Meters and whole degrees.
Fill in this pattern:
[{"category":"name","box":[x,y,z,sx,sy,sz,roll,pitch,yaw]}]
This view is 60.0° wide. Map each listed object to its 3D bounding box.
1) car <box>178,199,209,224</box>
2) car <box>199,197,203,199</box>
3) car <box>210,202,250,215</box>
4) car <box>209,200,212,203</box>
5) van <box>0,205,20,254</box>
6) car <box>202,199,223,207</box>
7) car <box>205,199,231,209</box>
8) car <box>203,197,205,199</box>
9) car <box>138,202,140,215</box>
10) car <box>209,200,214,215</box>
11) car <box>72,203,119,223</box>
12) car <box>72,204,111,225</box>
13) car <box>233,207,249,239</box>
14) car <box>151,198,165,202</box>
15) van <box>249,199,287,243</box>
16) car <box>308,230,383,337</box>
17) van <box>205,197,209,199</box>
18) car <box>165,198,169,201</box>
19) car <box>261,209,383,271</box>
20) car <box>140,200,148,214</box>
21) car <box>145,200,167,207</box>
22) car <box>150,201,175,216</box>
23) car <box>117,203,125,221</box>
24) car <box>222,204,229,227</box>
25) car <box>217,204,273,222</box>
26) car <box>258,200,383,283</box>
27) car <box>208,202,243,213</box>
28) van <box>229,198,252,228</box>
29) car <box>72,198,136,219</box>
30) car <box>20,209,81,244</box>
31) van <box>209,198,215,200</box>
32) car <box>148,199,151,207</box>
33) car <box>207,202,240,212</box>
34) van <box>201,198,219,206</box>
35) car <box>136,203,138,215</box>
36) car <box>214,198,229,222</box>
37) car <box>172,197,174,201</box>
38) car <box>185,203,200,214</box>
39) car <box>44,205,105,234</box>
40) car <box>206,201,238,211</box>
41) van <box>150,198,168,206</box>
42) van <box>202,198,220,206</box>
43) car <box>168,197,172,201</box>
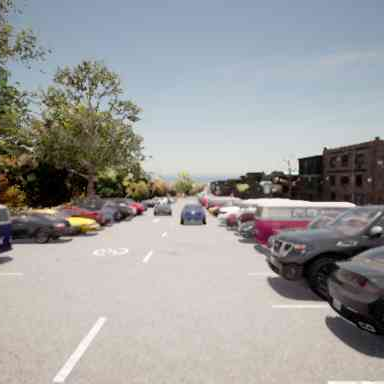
[{"category":"car","box":[0.094,1.707,28.360,2.097,1.767,4.553,0,-1,0]},{"category":"car","box":[4.741,2.212,67.013,5.566,2.045,2.435,0,-1,0]},{"category":"car","box":[4.703,2.073,41.782,4.792,1.488,2.163,0,-1,0]},{"category":"car","box":[4.549,1.994,38.980,5.366,1.575,1.946,0,-1,0]},{"category":"van","box":[-8.444,1.375,10.900,4.442,1.987,1.878,0,-1,0]},{"category":"car","box":[4.675,2.478,75.420,4.553,1.767,2.185,0,-1,0]},{"category":"car","box":[4.749,2.245,61.405,4.553,1.767,2.185,0,-1,0]},{"category":"car","box":[4.688,2.198,58.602,4.553,1.767,2.185,0,-1,0]},{"category":"car","box":[-8.340,1.988,35.838,4.674,1.452,2.002,0,-1,0]},{"category":"car","box":[4.742,1.951,36.180,5.008,1.535,2.097,0,-1,0]},{"category":"car","box":[-8.304,1.819,24.824,4.792,1.488,2.163,0,-1,0]},{"category":"car","box":[-8.326,1.751,22.039,5.008,1.535,2.097,0,-1,0]},{"category":"car","box":[4.757,1.677,16.559,4.892,1.521,2.231,0,-1,0]},{"category":"car","box":[-8.372,2.460,66.627,4.892,1.521,2.231,0,-1,0]},{"category":"van","box":[4.868,1.413,13.758,4.442,1.987,1.878,0,-1,0]},{"category":"car","box":[4.744,1.534,5.346,4.892,1.521,2.231,0,-1,0]},{"category":"van","box":[4.838,2.051,55.801,4.442,1.987,1.878,0,-1,0]},{"category":"car","box":[-8.184,2.502,69.404,5.366,1.575,1.946,0,-1,0]},{"category":"car","box":[4.784,1.475,10.953,4.553,1.767,2.185,0,-1,0]},{"category":"car","box":[-8.316,1.743,38.750,5.566,2.045,2.435,0,-1,0]},{"category":"car","box":[-8.347,2.673,77.729,4.792,1.488,2.163,0,-1,0]},{"category":"car","box":[-3.295,2.073,38.431,1.994,1.385,4.181,0,-1,0]},{"category":"car","box":[-8.365,1.856,27.608,4.792,1.488,2.163,0,-1,0]},{"category":"car","box":[4.753,1.751,22.165,5.008,1.535,2.097,0,-1,0]},{"category":"car","box":[4.771,1.896,30.573,4.792,1.488,2.163,0,-1,0]},{"category":"car","box":[4.723,1.316,8.154,5.566,2.045,2.435,0,-1,0]},{"category":"car","box":[4.757,2.166,47.388,4.792,1.488,2.163,0,-1,0]},{"category":"van","box":[4.634,1.488,19.365,4.442,1.987,1.878,0,-1,0]},{"category":"car","box":[-8.310,1.614,30.395,5.566,2.045,2.435,0,-1,0]},{"category":"car","box":[-8.326,1.716,16.468,4.674,1.452,2.002,0,-1,0]},{"category":"van","box":[4.847,1.864,44.590,4.442,1.987,1.878,0,-1,0]},{"category":"car","box":[-8.318,1.787,41.411,5.566,2.045,2.435,0,-1,0]},{"category":"car","box":[4.755,2.213,50.191,4.792,1.488,2.163,0,-1,0]},{"category":"van","box":[4.583,2.518,83.830,4.442,1.987,1.878,0,-1,0]},{"category":"car","box":[-8.335,1.907,33.178,5.008,1.535,2.097,0,-1,0]},{"category":"car","box":[4.717,1.538,24.972,5.566,2.045,2.435,0,-1,0]},{"category":"car","box":[-8.413,2.577,88.835,5.566,2.045,2.435,0,-1,0]},{"category":"car","box":[0.084,2.207,44.291,1.895,1.301,4.718,0,-1,0]},{"category":"car","box":[-8.144,1.711,19.253,5.366,1.575,1.946,0,-1,0]},{"category":"car","box":[4.729,2.230,52.994,5.008,1.535,2.097,0,-1,0]},{"category":"van","box":[-8.499,2.557,86.058,4.442,1.987,1.878,0,-1,0]},{"category":"van","box":[4.585,2.471,81.027,4.442,1.987,1.878,0,-1,0]},{"category":"car","box":[-8.406,2.439,80.509,5.566,2.045,2.435,0,-1,0]}]
